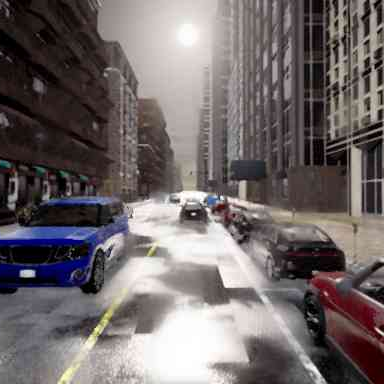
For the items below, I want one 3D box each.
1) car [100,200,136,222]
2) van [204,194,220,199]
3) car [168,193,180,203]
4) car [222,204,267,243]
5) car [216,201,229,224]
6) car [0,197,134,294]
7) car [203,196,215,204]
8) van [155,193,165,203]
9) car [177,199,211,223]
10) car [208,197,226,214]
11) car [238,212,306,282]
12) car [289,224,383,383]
[{"bbox_3d":[-5.667,1.385,26.120,1.752,1.417,4.829,1,0,0],"label":"car"},{"bbox_3d":[2.723,1.107,43.237,1.690,1.788,3.998,1,0,0],"label":"van"},{"bbox_3d":[-2.982,1.255,57.164,1.994,1.385,4.181,0,0,0],"label":"car"},{"bbox_3d":[2.708,1.470,14.982,2.008,1.369,4.403,1,0,0],"label":"car"},{"bbox_3d":[2.710,1.471,20.633,1.802,1.307,4.206,1,0,0],"label":"car"},{"bbox_3d":[-3.098,1.172,9.036,2.150,2.045,5.566,0,0,0],"label":"car"},{"bbox_3d":[2.724,1.286,54.539,1.802,1.307,4.206,1,0,0],"label":"car"},{"bbox_3d":[-5.737,1.014,60.225,1.690,1.788,3.998,1,0,0],"label":"van"},{"bbox_3d":[0.111,1.434,24.241,1.994,1.385,4.181,0,0,0],"label":"car"},{"bbox_3d":[2.714,1.410,31.936,1.802,1.307,4.206,1,0,0],"label":"car"},{"bbox_3d":[2.706,1.501,9.331,2.008,1.369,4.403,1,0,0],"label":"car"},{"bbox_3d":[2.705,1.420,3.680,1.967,1.590,4.097,1,0,0],"label":"car"}]
